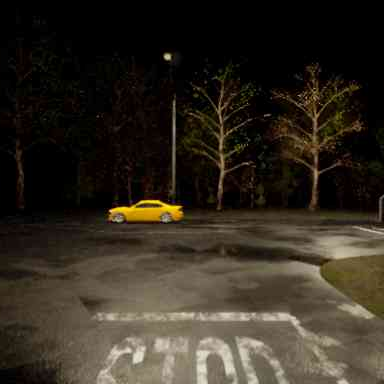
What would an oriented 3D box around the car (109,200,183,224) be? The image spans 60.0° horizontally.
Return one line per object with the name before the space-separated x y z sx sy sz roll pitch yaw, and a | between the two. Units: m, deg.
car | -3.104 1.328 22.589 5.008 1.535 1.882 0 1 0
